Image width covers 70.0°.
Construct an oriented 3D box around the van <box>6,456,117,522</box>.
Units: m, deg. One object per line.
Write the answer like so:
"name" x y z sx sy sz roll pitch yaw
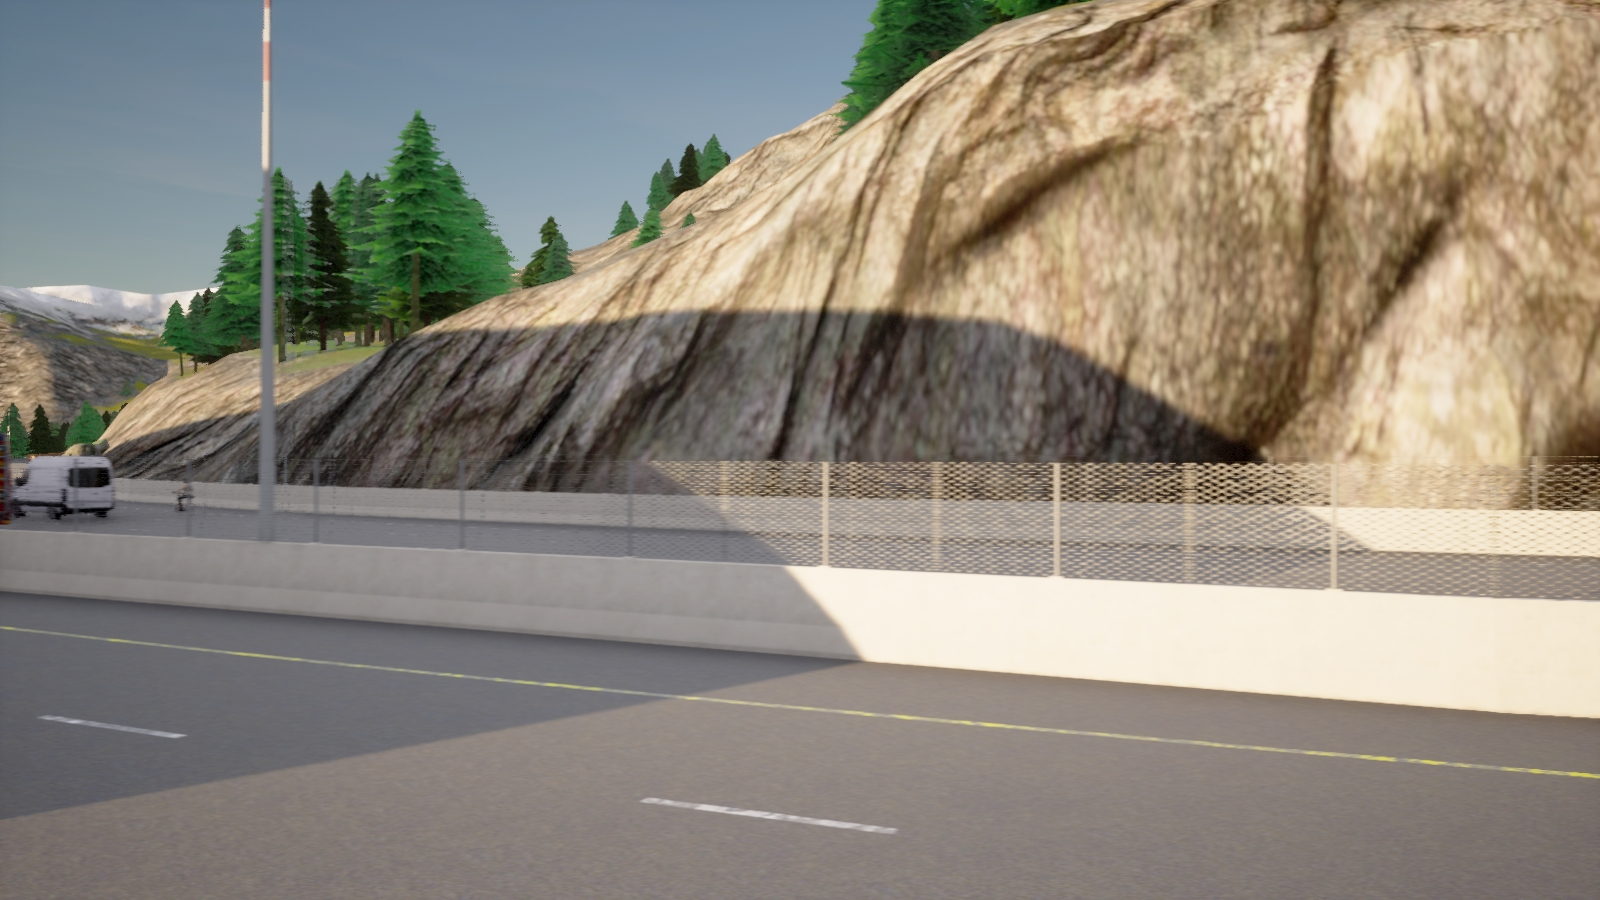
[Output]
"van" -30.858 1.555 47.671 5.915 2.561 1.988 0 0 37
